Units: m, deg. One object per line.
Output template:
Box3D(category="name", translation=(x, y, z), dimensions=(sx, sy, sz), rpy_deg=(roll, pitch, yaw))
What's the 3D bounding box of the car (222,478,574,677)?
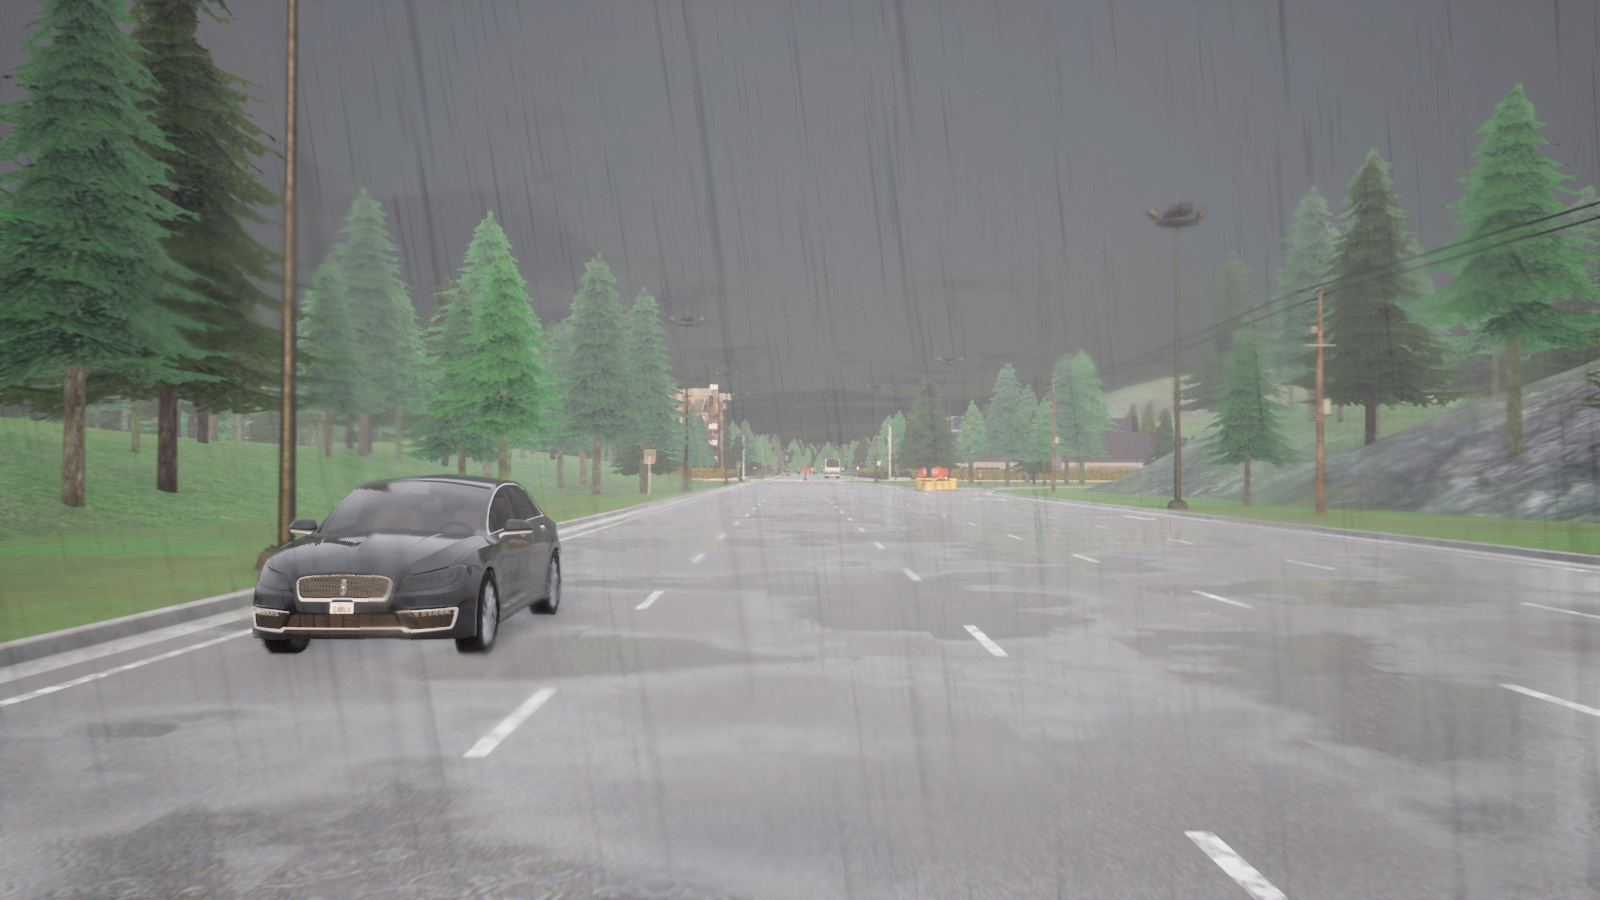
Box3D(category="car", translation=(-3.529, 1.036, 12.103), dimensions=(1.837, 1.490, 4.892), rpy_deg=(0, -1, 0))
